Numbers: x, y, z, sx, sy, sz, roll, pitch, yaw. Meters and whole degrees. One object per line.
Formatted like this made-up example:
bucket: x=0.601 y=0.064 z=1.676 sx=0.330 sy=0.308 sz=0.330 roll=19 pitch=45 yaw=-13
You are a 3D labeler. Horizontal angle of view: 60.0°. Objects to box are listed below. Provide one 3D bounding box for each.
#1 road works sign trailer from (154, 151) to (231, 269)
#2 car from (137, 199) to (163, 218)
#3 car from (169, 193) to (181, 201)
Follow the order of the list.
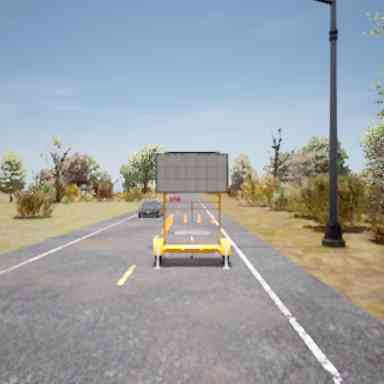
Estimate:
road works sign trailer: x=0.002 y=0.441 z=11.085 sx=2.380 sy=3.560 sz=2.880 roll=0 pitch=0 yaw=0
car: x=-3.594 y=1.435 z=29.304 sx=1.837 sy=1.490 sz=4.892 roll=0 pitch=0 yaw=0
car: x=-3.492 y=1.016 z=69.860 sx=2.150 sy=2.045 sz=5.566 roll=0 pitch=0 yaw=0
